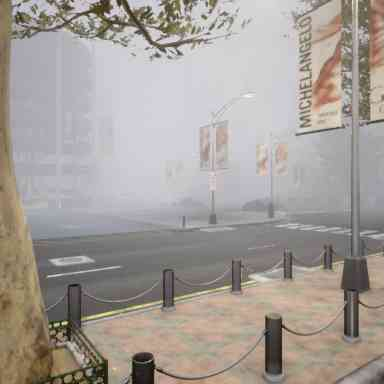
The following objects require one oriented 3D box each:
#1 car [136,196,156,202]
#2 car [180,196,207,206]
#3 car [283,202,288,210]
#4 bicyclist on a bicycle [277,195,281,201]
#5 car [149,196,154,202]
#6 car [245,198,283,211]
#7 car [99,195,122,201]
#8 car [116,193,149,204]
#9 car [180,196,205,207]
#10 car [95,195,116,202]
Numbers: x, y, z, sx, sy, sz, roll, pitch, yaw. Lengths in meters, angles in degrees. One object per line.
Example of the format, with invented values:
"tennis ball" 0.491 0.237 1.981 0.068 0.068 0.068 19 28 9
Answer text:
"car" -10.472 1.552 76.159 4.181 1.385 1.994 0 0 26
"car" 0.199 1.493 57.185 2.128 1.511 4.902 0 0 -37
"car" 10.165 1.491 43.332 2.128 1.511 4.902 0 0 -35
"bicyclist on a bicycle" 15.756 1.300 60.497 1.656 1.620 0.582 0 0 -36
"car" -11.234 1.221 68.557 5.566 2.045 2.150 0 0 33
"car" 8.270 1.564 39.948 1.994 1.385 4.181 0 0 -35
"car" -19.495 1.418 79.685 5.008 1.535 1.882 0 0 12
"car" -11.518 1.224 64.288 5.566 2.045 2.150 0 0 35
"car" 0.063 1.477 51.497 1.882 1.535 5.008 0 0 -36
"car" -20.459 1.450 76.320 4.892 1.490 1.837 0 0 12
